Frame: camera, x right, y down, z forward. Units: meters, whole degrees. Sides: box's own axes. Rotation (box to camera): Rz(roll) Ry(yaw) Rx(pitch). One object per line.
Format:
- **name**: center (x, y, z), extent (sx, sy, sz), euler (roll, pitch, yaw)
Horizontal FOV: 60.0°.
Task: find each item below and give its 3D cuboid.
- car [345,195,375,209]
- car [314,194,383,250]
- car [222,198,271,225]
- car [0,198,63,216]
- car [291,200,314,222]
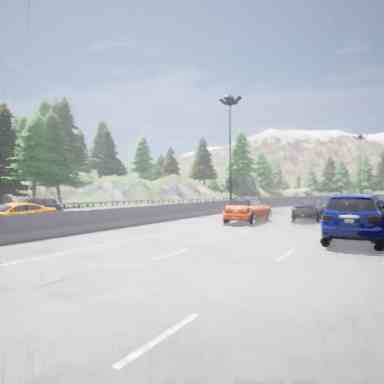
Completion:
- **car**: center (20.206, 1.152, 39.887), extent (1.837, 1.490, 4.892), euler (0, 0, 43)
- **car**: center (6.925, 1.099, 14.116), extent (2.150, 2.045, 5.566), euler (0, 1, 30)
- **car**: center (3.846, 1.179, 22.755), extent (2.097, 1.767, 4.553), euler (0, 0, 30)
- **car**: center (-10.408, 1.380, 19.505), extent (1.882, 1.535, 5.008), euler (0, 0, 30)
- **car**: center (8.401, 1.295, 23.614), extent (2.128, 1.511, 4.902), euler (0, 0, 30)
